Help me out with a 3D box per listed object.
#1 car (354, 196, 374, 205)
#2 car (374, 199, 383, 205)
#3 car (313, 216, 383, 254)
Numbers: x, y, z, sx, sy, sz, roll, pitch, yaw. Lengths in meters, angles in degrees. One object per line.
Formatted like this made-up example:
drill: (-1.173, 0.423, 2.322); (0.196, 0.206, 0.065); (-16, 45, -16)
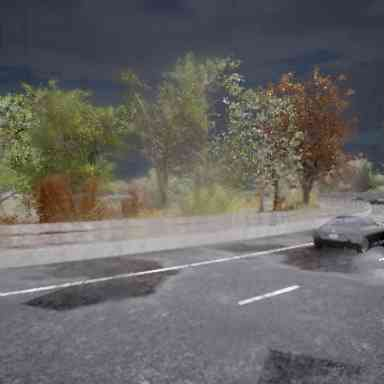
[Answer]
car: (39.473, 2.027, 77.345); (2.150, 2.045, 5.566); (0, 0, 5)
car: (42.936, 2.299, 76.838); (1.882, 1.535, 5.008); (0, 0, 5)
car: (7.010, 1.716, 14.400); (4.181, 1.385, 1.994); (1, 0, -43)
